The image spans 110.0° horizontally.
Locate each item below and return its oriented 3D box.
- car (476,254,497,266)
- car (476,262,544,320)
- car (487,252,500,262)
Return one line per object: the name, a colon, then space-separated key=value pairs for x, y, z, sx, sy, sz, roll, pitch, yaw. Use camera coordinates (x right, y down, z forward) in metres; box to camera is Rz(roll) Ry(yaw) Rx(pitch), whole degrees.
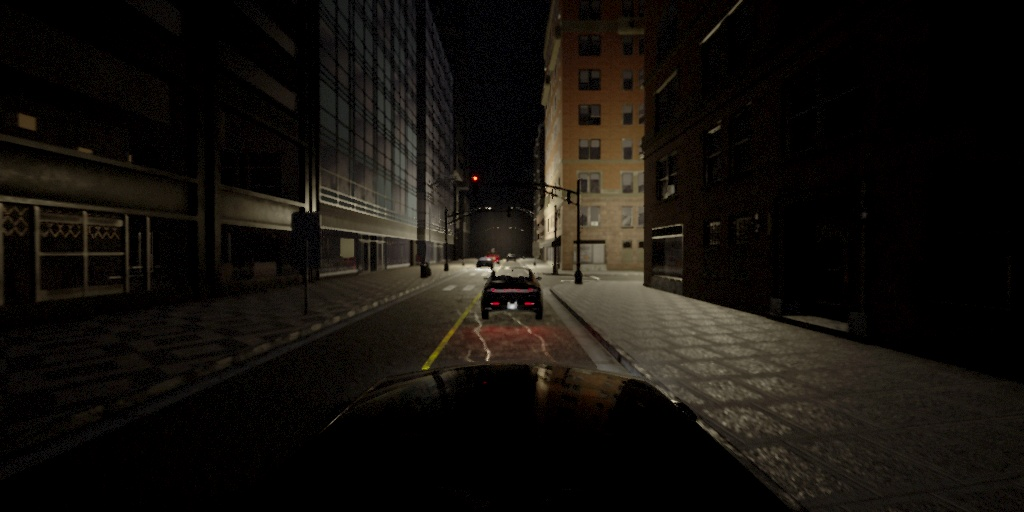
car: x=-3.192 y=0.822 z=43.109 sx=1.994 sy=1.385 sz=4.181 roll=0 pitch=1 yaw=0
car: x=0.016 y=1.123 z=12.091 sx=2.128 sy=1.511 sz=4.902 roll=0 pitch=1 yaw=0
car: x=-3.180 y=0.282 z=59.374 sx=2.150 sy=2.045 sz=5.566 roll=0 pitch=1 yaw=0
